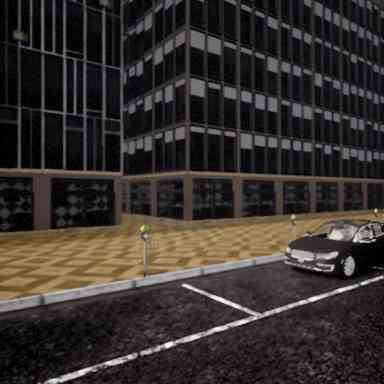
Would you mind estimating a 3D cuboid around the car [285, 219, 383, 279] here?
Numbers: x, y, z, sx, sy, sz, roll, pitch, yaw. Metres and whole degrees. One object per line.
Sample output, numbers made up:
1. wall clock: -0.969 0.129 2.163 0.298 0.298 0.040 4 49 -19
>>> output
1. car: 4.590 1.508 9.828 4.403 1.369 2.008 0 0 -35
